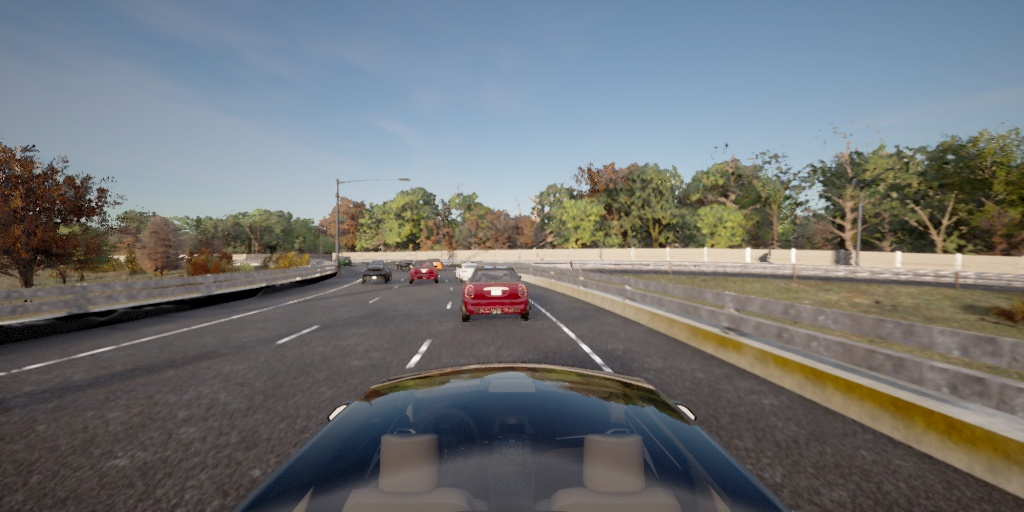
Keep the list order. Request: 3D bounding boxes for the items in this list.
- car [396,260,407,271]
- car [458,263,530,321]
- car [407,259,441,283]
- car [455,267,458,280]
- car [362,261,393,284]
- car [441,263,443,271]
[{"bbox_3d":[-14.866,1.340,49.745,1.837,1.490,4.892,0,0,-26],"label":"car"},{"bbox_3d":[-0.691,1.106,12.727,2.097,1.767,4.553,0,0,-6],"label":"car"},{"bbox_3d":[-7.027,1.144,28.545,2.097,1.767,4.553,0,0,-14],"label":"car"},{"bbox_3d":[-3.519,1.297,29.072,1.812,1.442,4.674,0,0,-14],"label":"car"},{"bbox_3d":[-10.503,1.315,28.087,1.837,1.490,4.892,0,0,-15],"label":"car"},{"bbox_3d":[-11.242,1.168,50.246,2.097,1.767,4.553,0,0,-25],"label":"car"}]
